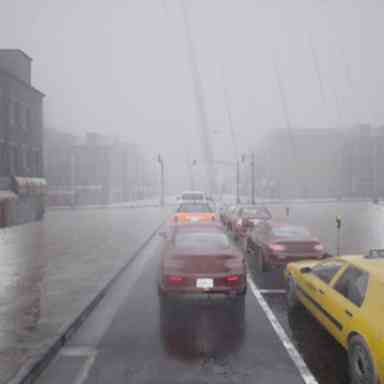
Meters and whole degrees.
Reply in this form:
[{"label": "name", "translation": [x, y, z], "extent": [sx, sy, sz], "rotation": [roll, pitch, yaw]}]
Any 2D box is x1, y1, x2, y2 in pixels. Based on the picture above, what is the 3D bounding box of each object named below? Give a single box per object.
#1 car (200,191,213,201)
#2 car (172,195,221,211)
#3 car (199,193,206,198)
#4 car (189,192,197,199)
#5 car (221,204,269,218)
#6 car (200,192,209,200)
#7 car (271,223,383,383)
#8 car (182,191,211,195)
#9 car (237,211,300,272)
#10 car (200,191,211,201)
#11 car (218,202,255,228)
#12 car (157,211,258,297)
[{"label": "car", "translation": [2.772, 0.808, 63.822], "extent": [2.192, 1.841, 5.009], "rotation": [-1, 0, 0]}, {"label": "car", "translation": [0.122, 1.192, 16.025], "extent": [2.097, 1.767, 4.553], "rotation": [0, 1, 0]}, {"label": "car", "translation": [2.834, 0.884, 91.005], "extent": [1.752, 1.417, 4.829], "rotation": [-1, 0, 0]}, {"label": "car", "translation": [0.188, 0.884, 83.483], "extent": [1.837, 1.490, 4.892], "rotation": [0, 0, 0]}, {"label": "car", "translation": [2.668, 1.284, 15.612], "extent": [1.967, 1.590, 4.097], "rotation": [0, 1, 0]}, {"label": "car", "translation": [2.797, 0.875, 74.628], "extent": [1.967, 1.590, 4.097], "rotation": [-1, 0, 0]}, {"label": "car", "translation": [2.644, 1.474, 4.850], "extent": [1.752, 1.417, 4.829], "rotation": [0, 1, 0]}, {"label": "car", "translation": [0.092, 0.972, 26.119], "extent": [2.150, 2.045, 5.566], "rotation": [0, 0, 1]}, {"label": "car", "translation": [2.656, 1.478, 10.148], "extent": [1.802, 1.307, 4.206], "rotation": [0, 1, 0]}, {"label": "car", "translation": [2.784, 0.778, 69.225], "extent": [2.192, 1.841, 5.009], "rotation": [-1, 0, 0]}, {"label": "car", "translation": [2.680, 1.376, 21.080], "extent": [1.802, 1.307, 4.206], "rotation": [0, 0, 0]}, {"label": "car", "translation": [0.155, 1.440, 8.240], "extent": [1.812, 1.442, 4.674], "rotation": [0, 1, -2]}]
